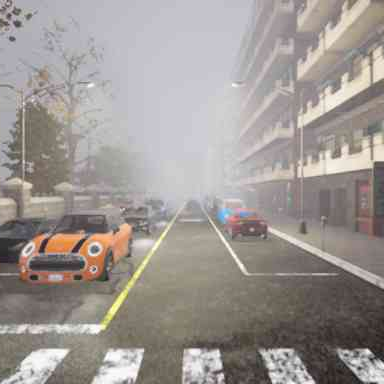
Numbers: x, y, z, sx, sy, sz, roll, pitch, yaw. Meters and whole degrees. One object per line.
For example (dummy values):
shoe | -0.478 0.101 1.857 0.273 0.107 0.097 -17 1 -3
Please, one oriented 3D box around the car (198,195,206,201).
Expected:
car | 2.688 1.624 90.372 1.967 1.590 4.097 0 0 0

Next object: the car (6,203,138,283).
car | -3.101 1.361 9.805 2.097 1.767 4.553 0 0 0

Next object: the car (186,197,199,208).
car | 0.065 1.601 51.866 1.812 1.442 4.674 0 0 0

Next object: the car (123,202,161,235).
car | -3.099 1.524 19.003 1.837 1.490 4.892 0 0 0

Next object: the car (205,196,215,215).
car | 2.691 1.481 34.072 1.967 1.590 4.097 0 0 0

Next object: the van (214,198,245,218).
van | 2.692 1.365 22.811 1.690 1.788 3.998 0 0 0

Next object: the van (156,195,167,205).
van | -5.691 1.440 62.222 1.690 1.788 3.998 0 0 0

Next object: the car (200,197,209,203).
car | 2.689 1.711 73.482 1.802 1.307 4.206 0 0 0

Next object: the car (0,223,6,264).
car | -5.688 1.577 11.550 1.947 1.339 4.313 0 0 0

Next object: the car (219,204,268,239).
car | 2.692 1.561 17.180 1.887 1.381 4.507 0 0 0

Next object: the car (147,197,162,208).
car | -5.690 1.514 50.961 1.967 1.590 4.097 0 0 0

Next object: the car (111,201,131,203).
car | -5.688 1.549 22.641 1.752 1.417 4.829 0 0 0

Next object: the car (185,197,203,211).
car | 0.102 1.620 41.882 1.994 1.385 4.181 0 0 0

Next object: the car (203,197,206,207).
car | 2.690 1.602 39.702 2.008 1.369 4.403 0 0 0

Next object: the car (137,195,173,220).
car | -3.095 1.385 28.636 2.097 1.767 4.553 0 0 0

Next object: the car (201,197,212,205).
car | 2.689 1.644 62.222 1.887 1.381 4.507 0 0 0

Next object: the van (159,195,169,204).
van | -5.691 1.455 67.851 1.690 1.788 3.998 0 0 0

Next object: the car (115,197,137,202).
car | -5.689 1.348 28.441 2.192 1.841 5.009 0 0 0

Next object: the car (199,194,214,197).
car | 2.691 1.388 50.962 2.192 1.841 5.009 0 0 0

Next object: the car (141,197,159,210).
car | -5.690 1.503 45.332 1.967 1.590 4.097 0 0 0

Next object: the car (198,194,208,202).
car | 2.689 1.462 79.112 2.192 1.841 5.009 0 0 0
